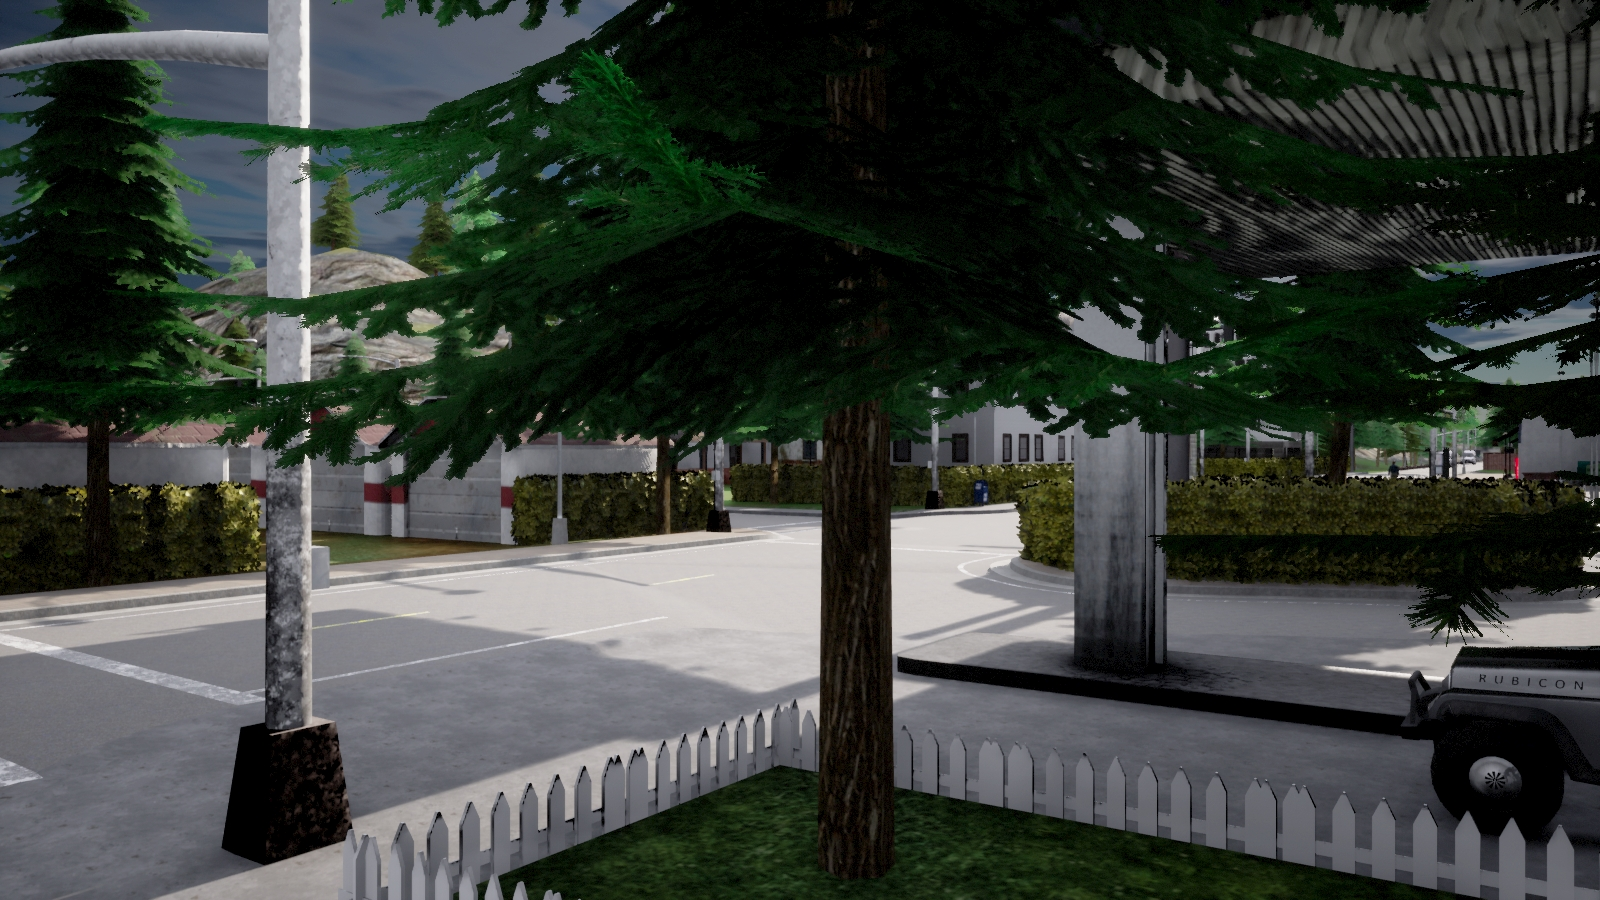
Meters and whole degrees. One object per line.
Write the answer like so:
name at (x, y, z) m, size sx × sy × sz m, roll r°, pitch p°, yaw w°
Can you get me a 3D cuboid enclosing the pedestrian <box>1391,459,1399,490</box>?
pedestrian at (36.375, 1.502, 69.867) m, size 0.375 × 1.860 × 0.375 m, roll 0°, pitch 0°, yaw 34°
